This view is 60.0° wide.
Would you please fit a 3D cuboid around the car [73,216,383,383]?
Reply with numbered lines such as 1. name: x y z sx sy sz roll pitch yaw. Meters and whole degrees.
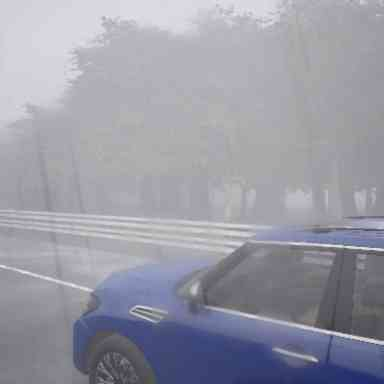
1. car: 1.347 1.242 2.892 5.566 2.045 2.150 0 0 36
